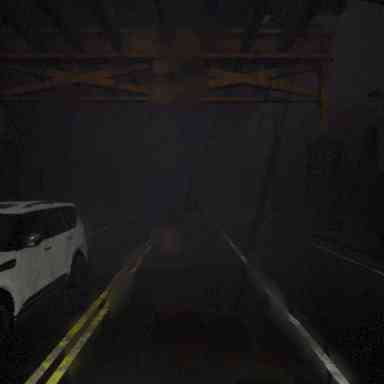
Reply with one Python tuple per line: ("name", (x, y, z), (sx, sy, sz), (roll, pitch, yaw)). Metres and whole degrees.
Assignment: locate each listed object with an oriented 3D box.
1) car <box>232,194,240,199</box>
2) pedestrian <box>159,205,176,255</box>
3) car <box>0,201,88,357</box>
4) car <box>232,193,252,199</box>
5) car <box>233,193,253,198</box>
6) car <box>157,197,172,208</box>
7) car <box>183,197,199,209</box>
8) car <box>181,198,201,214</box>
("car", (12.825, 0.988, 83.443), (4.974, 1.542, 2.038), (0, 1, -20))
("pedestrian", (-0.843, 1.291, 11.588), (0.375, 1.860, 0.375), (-1, 1, 0))
("car", (-3.628, 1.220, 6.089), (2.150, 2.045, 5.566), (0, 0, 0))
("car", (13.130, 0.940, 87.603), (4.974, 1.542, 2.038), (0, 1, 25))
("car", (12.874, 0.830, 83.459), (4.536, 1.218, 1.853), (0, 1, -20))
("car", (-3.844, 1.402, 47.262), (1.882, 1.535, 5.008), (0, 0, 0))
("car", (-0.134, 1.487, 45.168), (2.033, 1.411, 5.357), (0, 0, 0))
("car", (-0.080, 1.462, 34.872), (1.882, 1.535, 5.008), (0, 0, 0))
